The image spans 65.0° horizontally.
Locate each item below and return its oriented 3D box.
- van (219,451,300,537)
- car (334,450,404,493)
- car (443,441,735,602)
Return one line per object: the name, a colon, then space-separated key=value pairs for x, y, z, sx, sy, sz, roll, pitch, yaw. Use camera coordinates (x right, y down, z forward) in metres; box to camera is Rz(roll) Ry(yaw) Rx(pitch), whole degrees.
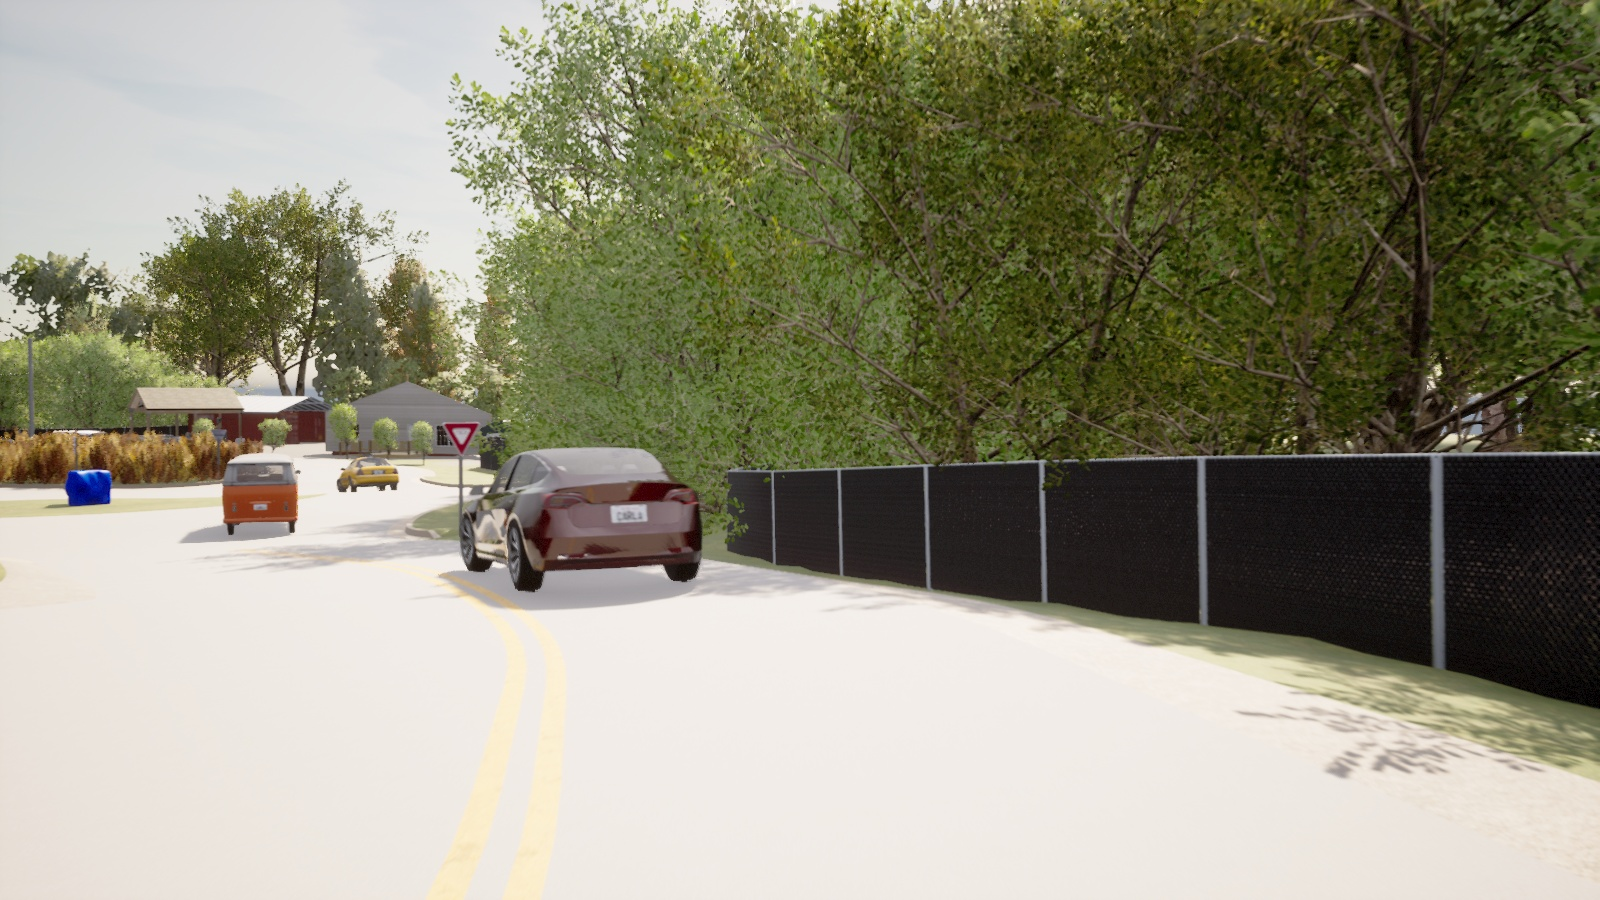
van: x=-14.306 y=1.088 z=33.427 sx=1.775 sy=1.987 sz=4.442 roll=-1 pitch=2 yaw=-21
car: x=-17.828 y=0.928 z=51.754 sx=1.801 sy=1.575 sz=5.366 roll=-2 pitch=-2 yaw=-29
car: x=-2.638 y=0.721 z=14.509 sx=2.163 sy=1.488 sz=4.792 roll=-1 pitch=-1 yaw=-24
